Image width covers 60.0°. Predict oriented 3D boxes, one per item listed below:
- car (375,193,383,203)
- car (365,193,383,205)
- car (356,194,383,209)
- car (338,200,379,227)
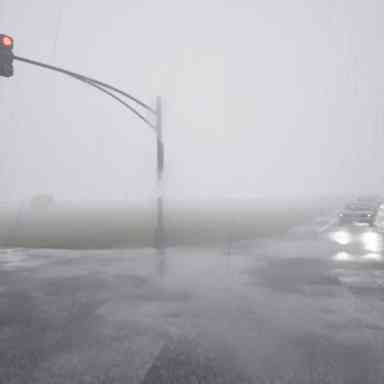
[{"bbox_3d":[19.843,1.071,36.930,2.128,1.511,4.902,-1,0,31],"label":"car"},{"bbox_3d":[25.023,0.958,45.408,2.128,1.511,4.902,-1,0,32],"label":"car"},{"bbox_3d":[15.065,1.174,28.877,2.128,1.511,4.902,-1,0,30],"label":"car"},{"bbox_3d":[10.378,1.383,20.817,1.895,1.301,4.718,-1,0,31],"label":"car"}]
